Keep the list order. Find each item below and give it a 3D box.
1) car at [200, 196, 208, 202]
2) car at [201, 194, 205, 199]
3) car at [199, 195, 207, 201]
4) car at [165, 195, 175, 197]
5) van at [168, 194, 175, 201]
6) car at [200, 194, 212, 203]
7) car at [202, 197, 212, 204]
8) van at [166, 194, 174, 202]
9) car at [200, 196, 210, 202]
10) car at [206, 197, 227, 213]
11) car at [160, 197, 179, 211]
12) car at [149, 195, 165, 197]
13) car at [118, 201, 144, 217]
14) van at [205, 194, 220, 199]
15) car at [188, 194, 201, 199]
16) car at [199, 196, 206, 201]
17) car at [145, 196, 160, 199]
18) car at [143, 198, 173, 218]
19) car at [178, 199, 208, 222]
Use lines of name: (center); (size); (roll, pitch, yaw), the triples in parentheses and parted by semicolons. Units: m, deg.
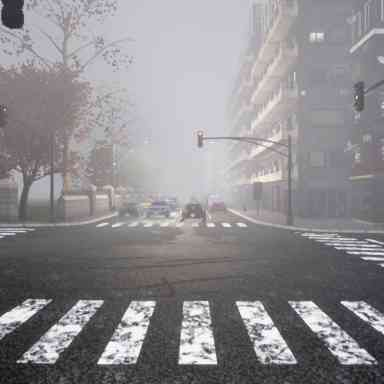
car: (2.961, 1.634, 81.572); (1.887, 1.381, 4.507); (0, 0, 0)
car: (2.869, 1.479, 53.422); (1.967, 1.590, 4.097); (0, 0, 0)
car: (2.980, 1.543, 87.201); (1.967, 1.590, 4.097); (0, 0, 0)
car: (-2.910, 1.540, 50.436); (1.837, 1.490, 4.892); (0, 0, 0)
van: (-5.400, 1.444, 87.229); (1.690, 1.788, 3.998); (0, 0, 0)
car: (2.925, 1.382, 70.312); (2.192, 1.841, 5.009); (0, 0, 0)
car: (2.906, 1.602, 64.681); (1.887, 1.381, 4.507); (0, 0, 0)
van: (-5.419, 1.431, 81.600); (1.690, 1.788, 3.998); (0, 0, 0)
car: (2.943, 1.628, 75.942); (2.008, 1.369, 4.403); (0, 0, 0)
car: (2.813, 1.563, 36.530); (1.887, 1.381, 4.507); (0, 0, 0)
car: (-2.960, 1.623, 40.245); (1.895, 1.301, 4.718); (0, 0, 0)
car: (-5.529, 1.346, 47.819); (2.192, 1.841, 5.009); (0, 0, 0)
car: (-5.585, 1.579, 30.928); (1.947, 1.339, 4.313); (0, 0, 0)
van: (2.833, 1.365, 42.161); (1.690, 1.788, 3.998); (0, 0, 0)
car: (0.303, 1.577, 61.345); (1.812, 1.442, 4.674); (0, 0, 0)
car: (2.998, 1.699, 92.832); (1.802, 1.307, 4.206); (0, 0, 0)
car: (-5.548, 1.549, 42.019); (1.752, 1.417, 4.829); (0, 0, 0)
car: (-2.993, 1.539, 30.321); (1.812, 1.442, 4.674); (0, 0, 0)
car: (0.160, 1.536, 26.585); (1.812, 1.442, 4.674); (0, 0, 2)
